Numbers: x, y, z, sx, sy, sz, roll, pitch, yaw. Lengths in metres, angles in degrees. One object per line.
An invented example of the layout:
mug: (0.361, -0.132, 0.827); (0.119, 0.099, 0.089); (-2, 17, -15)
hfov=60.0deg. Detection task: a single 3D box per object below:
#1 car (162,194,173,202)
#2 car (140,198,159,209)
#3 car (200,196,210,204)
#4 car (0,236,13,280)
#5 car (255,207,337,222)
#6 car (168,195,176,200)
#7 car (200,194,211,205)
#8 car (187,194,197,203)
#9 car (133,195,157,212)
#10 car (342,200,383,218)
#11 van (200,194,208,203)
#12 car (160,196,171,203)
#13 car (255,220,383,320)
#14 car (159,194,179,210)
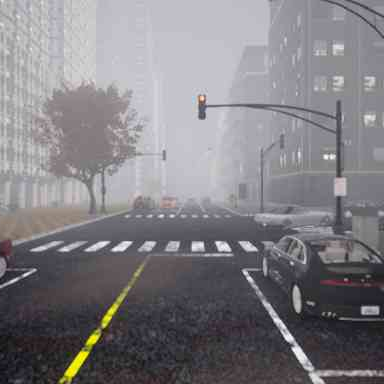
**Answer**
car: (-5.752, 1.380, 78.230); (2.192, 1.841, 5.009); (0, 0, 0)
car: (-5.727, 1.589, 45.093); (1.947, 1.339, 4.313); (0, 0, 0)
car: (2.637, 1.573, 67.361); (1.752, 1.417, 4.829); (0, 0, 0)
car: (-5.698, 1.545, 7.182); (1.887, 1.381, 4.507); (0, 0, 0)
car: (6.356, 1.540, 20.416); (4.718, 1.301, 1.895); (-2, 0, -22)
car: (-5.764, 1.647, 94.799); (2.008, 1.369, 4.403); (0, 0, 0)
car: (2.642, 1.606, 61.668); (1.947, 1.339, 4.313); (0, 0, 0)
car: (-0.053, 1.597, 68.897); (2.033, 1.411, 5.357); (0, 0, 0)
car: (-5.723, 1.333, 39.570); (2.192, 1.841, 5.009); (0, 0, 0)
car: (13.404, 1.348, 26.602); (4.403, 1.369, 2.008); (-1, 1, -1)
van: (2.633, 1.397, 72.714); (1.690, 1.788, 3.998); (0, 0, 0)
car: (-5.748, 1.622, 72.708); (1.947, 1.339, 4.313); (0, 0, 0)
car: (2.682, 1.551, 7.188); (2.008, 1.369, 4.403); (0, 0, 0)
car: (-3.130, 1.374, 43.844); (2.097, 1.767, 4.553); (0, 0, 0)
